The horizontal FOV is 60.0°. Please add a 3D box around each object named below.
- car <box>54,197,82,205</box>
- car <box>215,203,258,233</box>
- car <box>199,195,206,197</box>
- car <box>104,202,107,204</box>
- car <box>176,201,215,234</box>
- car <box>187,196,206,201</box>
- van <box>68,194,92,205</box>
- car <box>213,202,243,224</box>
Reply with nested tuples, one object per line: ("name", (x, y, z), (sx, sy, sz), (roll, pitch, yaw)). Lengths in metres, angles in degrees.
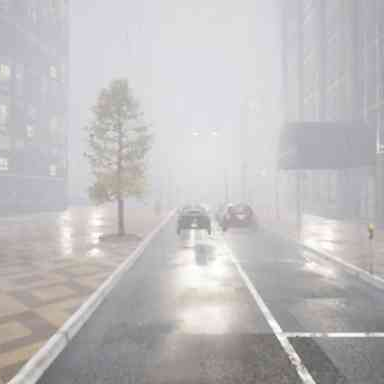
("car", (-22.860, 1.622, 61.469), (4.507, 1.381, 1.887), (0, -1, 14))
("car", (2.582, 1.376, 19.407), (1.967, 1.590, 4.097), (1, 0, 0))
("car", (2.590, 1.365, 85.379), (1.947, 1.339, 4.313), (1, 0, 0))
("car", (-17.443, 1.586, 60.120), (4.403, 1.369, 2.008), (0, -1, 14))
("car", (0.105, 1.464, 18.702), (1.812, 1.442, 4.674), (0, 0, 0))
("car", (0.086, 1.441, 35.586), (2.033, 1.411, 5.357), (0, 0, 0))
("van", (-17.821, 1.262, 51.952), (3.998, 1.788, 1.690), (0, -1, 14))
("car", (2.581, 1.502, 24.975), (1.802, 1.307, 4.206), (1, 0, 0))
